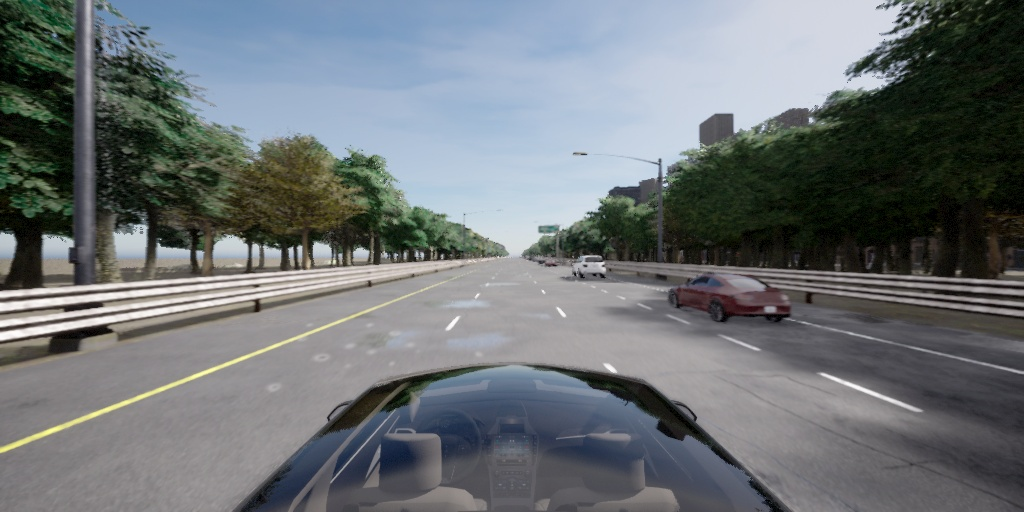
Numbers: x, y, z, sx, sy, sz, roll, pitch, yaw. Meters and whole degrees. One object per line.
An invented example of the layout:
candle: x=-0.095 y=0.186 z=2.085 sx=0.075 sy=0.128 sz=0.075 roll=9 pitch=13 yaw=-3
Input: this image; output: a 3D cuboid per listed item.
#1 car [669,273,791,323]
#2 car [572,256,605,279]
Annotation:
car: x=6.999 y=1.281 z=12.012 sx=1.812 sy=1.442 sz=4.674 roll=0 pitch=0 yaw=0
car: x=7.035 y=0.992 z=33.168 sx=2.150 sy=2.045 sz=5.566 roll=0 pitch=0 yaw=0
